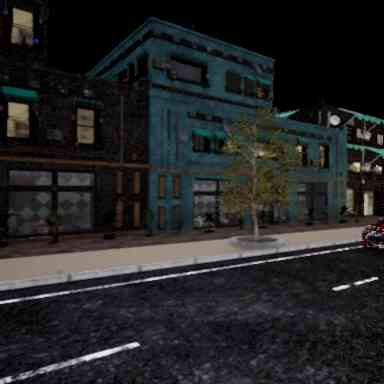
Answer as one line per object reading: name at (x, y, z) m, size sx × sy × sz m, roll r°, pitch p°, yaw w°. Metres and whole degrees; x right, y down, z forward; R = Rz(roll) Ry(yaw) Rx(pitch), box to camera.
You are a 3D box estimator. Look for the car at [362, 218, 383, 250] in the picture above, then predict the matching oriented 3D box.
car at (9.298, 1.578, 14.306) m, size 4.553 × 1.767 × 2.097 m, roll 1°, pitch -1°, yaw -35°
